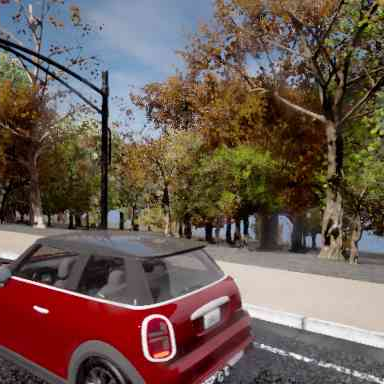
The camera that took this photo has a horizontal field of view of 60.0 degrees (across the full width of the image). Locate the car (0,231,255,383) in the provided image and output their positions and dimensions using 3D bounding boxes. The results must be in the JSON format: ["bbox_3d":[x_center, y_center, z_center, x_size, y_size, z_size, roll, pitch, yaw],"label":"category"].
[{"bbox_3d":[-1.511,1.351,4.763,4.553,1.767,2.097,0,0,36],"label":"car"}]
